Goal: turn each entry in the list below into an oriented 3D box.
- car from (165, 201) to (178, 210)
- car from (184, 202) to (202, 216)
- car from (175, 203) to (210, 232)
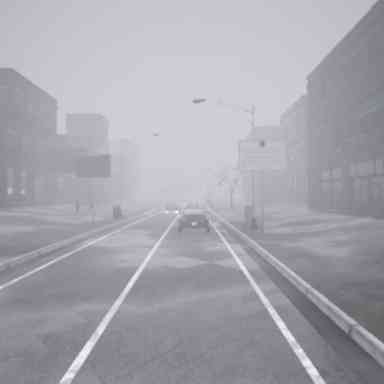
[{"bbox_3d":[-3.023,2.082,51.195,1.895,1.301,4.718,0,0,0],"label":"car"},{"bbox_3d":[0.129,1.941,38.639,1.994,1.385,4.181,0,-1,0],"label":"car"},{"bbox_3d":[0.114,1.616,20.595,1.812,1.442,4.674,0,-1,0],"label":"car"}]
